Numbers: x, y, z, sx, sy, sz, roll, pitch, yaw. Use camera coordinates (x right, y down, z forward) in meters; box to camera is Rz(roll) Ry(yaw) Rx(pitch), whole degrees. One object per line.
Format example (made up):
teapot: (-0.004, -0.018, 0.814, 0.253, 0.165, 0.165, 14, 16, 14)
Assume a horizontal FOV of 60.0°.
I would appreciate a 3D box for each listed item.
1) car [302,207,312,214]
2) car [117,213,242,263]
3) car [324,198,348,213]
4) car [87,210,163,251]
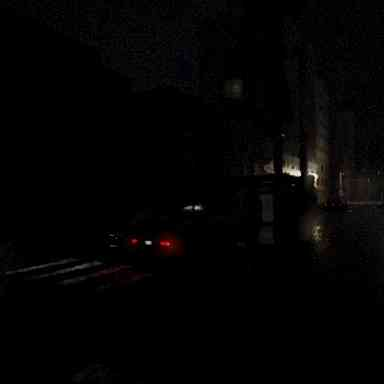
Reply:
car: (11.814, 1.758, 36.635, 1.994, 1.385, 4.181, -1, -1, 32)
car: (-0.004, 1.612, 12.293, 2.033, 1.411, 5.357, -1, -1, 32)
car: (17.277, 1.524, 39.819, 2.097, 1.767, 4.553, -1, -1, 32)
car: (-2.196, 1.585, 14.358, 1.882, 1.535, 5.008, -1, -1, 32)
